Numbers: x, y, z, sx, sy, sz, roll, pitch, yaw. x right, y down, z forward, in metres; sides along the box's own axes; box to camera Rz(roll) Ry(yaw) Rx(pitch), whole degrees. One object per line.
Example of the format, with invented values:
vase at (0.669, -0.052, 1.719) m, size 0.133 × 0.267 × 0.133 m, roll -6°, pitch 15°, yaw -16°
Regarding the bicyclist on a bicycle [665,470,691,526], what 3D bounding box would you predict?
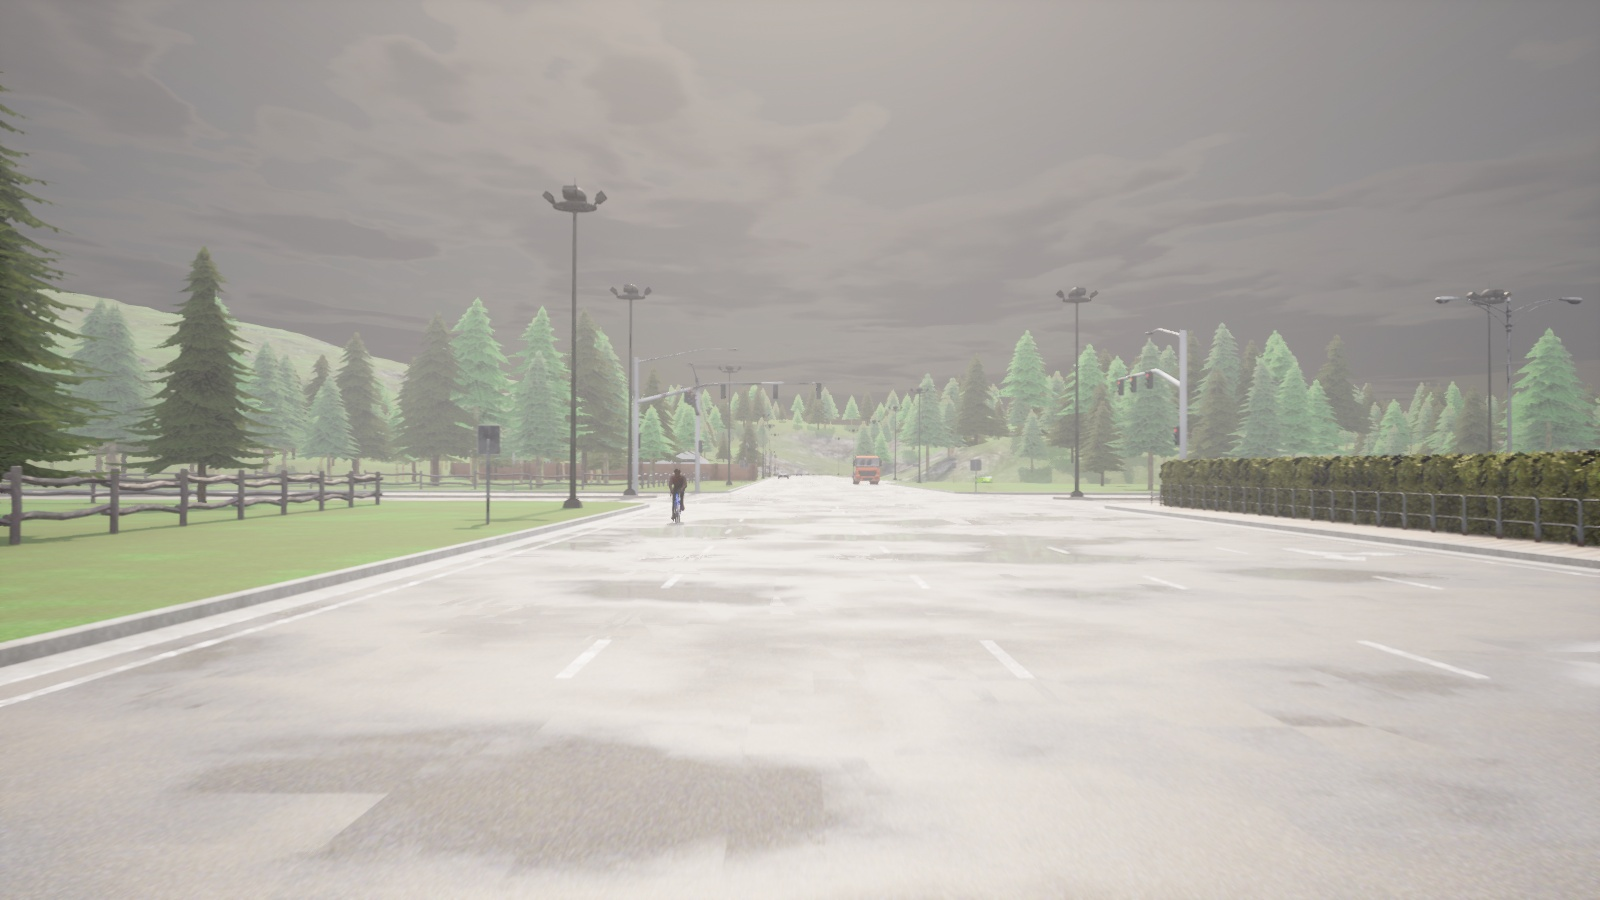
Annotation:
bicyclist on a bicycle at (-3.587, 1.401, 36.986) m, size 0.582 × 1.620 × 1.656 m, roll 0°, pitch -1°, yaw 0°
